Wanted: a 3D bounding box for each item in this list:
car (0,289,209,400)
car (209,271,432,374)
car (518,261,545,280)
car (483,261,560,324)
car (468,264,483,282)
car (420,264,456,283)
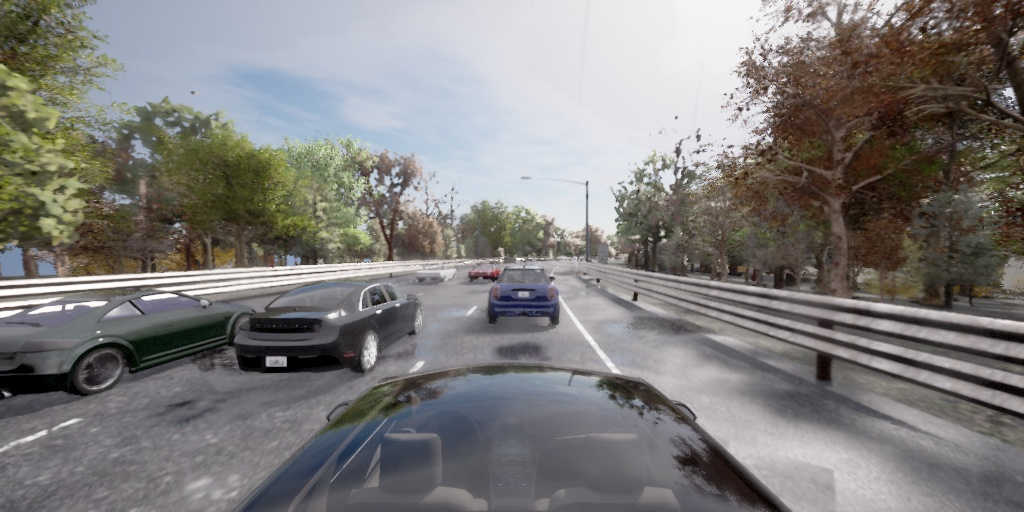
[{"bbox_3d":[-6.779,1.290,6.543,1.994,1.385,4.181,0,0,1],"label":"car"},{"bbox_3d":[-3.262,1.237,7.475,1.837,1.490,4.892,0,0,1],"label":"car"},{"bbox_3d":[1.817,1.194,31.230,2.128,1.511,4.902,0,0,6],"label":"car"},{"bbox_3d":[0.414,1.086,12.141,2.097,1.767,4.553,0,0,2],"label":"car"},{"bbox_3d":[-2.036,1.293,27.899,1.895,1.301,4.718,0,0,5],"label":"car"},{"bbox_3d":[-5.623,1.281,27.123,1.895,1.301,4.718,0,0,5],"label":"car"}]
